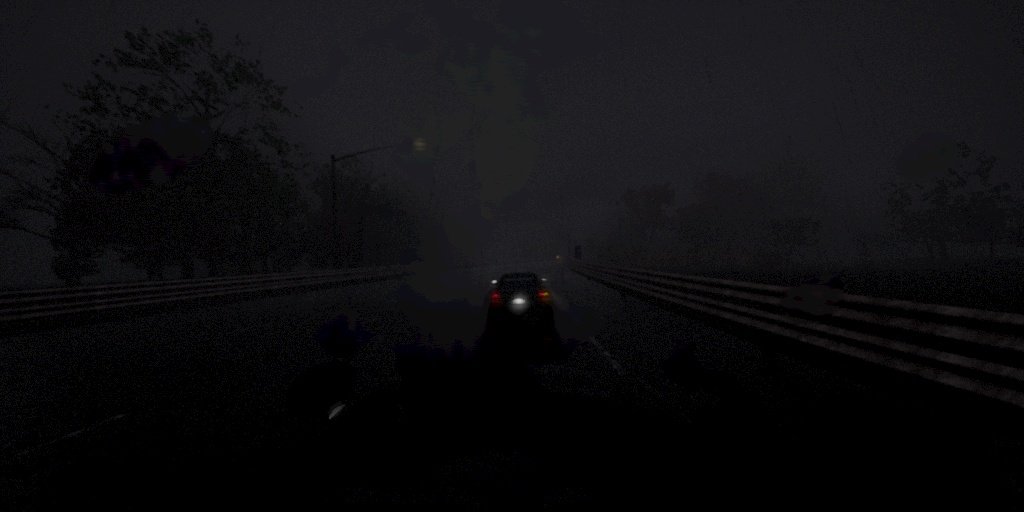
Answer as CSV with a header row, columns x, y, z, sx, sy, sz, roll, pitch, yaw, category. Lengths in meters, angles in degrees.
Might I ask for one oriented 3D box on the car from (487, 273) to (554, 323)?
x,y,z,sx,sy,sz,roll,pitch,yaw,category
0.267,1.244,11.898,1.994,1.385,4.181,-2,0,1,car
